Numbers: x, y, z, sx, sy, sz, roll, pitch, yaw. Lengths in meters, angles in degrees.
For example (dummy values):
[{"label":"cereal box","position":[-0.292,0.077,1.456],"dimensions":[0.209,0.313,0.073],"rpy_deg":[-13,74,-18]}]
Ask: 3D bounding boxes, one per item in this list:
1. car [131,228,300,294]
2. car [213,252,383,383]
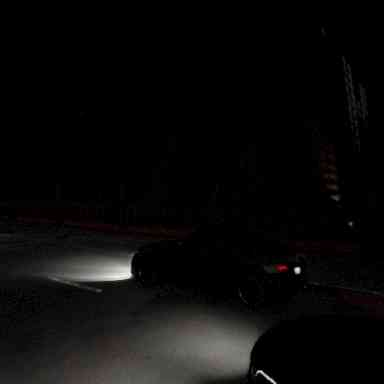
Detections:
[{"label":"car","position":[0.520,1.556,7.920],"dimensions":[4.181,1.385,1.994],"rpy_deg":[0,0,35]},{"label":"car","position":[2.621,1.527,2.122],"dimensions":[4.674,1.442,1.812],"rpy_deg":[0,0,36]}]
